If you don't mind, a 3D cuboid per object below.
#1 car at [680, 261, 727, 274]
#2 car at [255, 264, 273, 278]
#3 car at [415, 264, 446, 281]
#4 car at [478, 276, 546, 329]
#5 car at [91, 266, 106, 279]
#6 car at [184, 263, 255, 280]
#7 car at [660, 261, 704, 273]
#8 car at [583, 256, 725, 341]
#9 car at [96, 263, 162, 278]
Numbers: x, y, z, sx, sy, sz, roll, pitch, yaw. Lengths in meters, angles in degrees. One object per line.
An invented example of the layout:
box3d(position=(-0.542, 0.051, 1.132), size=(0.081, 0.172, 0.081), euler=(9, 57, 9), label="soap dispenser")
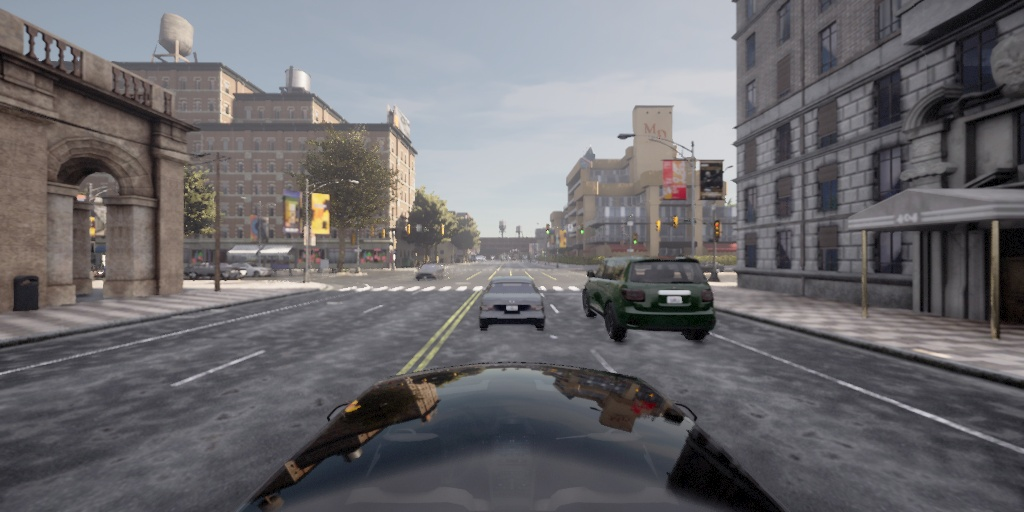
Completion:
box3d(position=(23.696, 1.429, 44.552), size=(4.892, 1.490, 1.837), euler=(0, 0, 0), label="car")
box3d(position=(-26.681, 1.417, 36.124), size=(4.674, 1.442, 1.812), euler=(0, 0, 0), label="car")
box3d(position=(-7.295, 1.417, 32.578), size=(2.033, 1.411, 5.357), euler=(0, 0, -1), label="car")
box3d(position=(-0.005, 1.337, 11.363), size=(2.033, 1.411, 5.357), euler=(0, 0, 0), label="car")
box3d(position=(-39.833, 1.368, 32.564), size=(4.902, 1.511, 2.128), euler=(0, 0, 0), label="car")
box3d(position=(-26.863, 1.368, 32.623), size=(4.902, 1.511, 2.128), euler=(0, 0, 0), label="car")
box3d(position=(22.764, 1.416, 48.051), size=(5.008, 1.535, 1.882), euler=(0, 0, 0), label="car")
box3d(position=(3.474, 1.008, 10.159), size=(2.150, 2.045, 5.566), euler=(0, 0, 2), label="car")
box3d(position=(-38.485, 1.417, 36.071), size=(4.674, 1.442, 1.812), euler=(0, 0, 0), label="car")
